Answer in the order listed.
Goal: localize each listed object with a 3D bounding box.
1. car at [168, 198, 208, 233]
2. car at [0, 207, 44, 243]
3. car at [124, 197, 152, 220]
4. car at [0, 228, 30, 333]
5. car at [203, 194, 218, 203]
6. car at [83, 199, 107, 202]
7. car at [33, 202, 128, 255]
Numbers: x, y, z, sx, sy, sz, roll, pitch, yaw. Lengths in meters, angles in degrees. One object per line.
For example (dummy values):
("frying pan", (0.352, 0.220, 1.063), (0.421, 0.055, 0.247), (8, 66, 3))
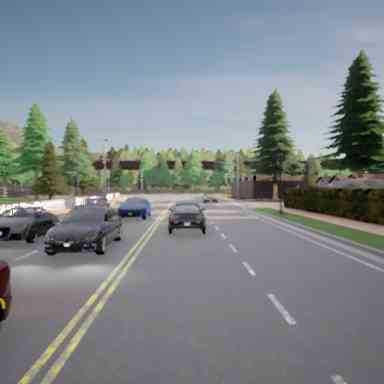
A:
("car", (-0.260, 1.260, 17.446), (1.812, 1.442, 4.674), (0, 1, -1))
("car", (-7.402, 1.368, 14.695), (1.994, 1.385, 4.181), (0, 1, -1))
("car", (-4.078, 1.124, 24.215), (1.882, 1.535, 5.008), (0, 1, -1))
("car", (-3.641, 1.444, 3.038), (1.882, 1.535, 5.008), (0, 1, -1))
("car", (2.517, 0.874, 47.193), (1.895, 1.301, 4.718), (0, 1, -1))
("car", (-7.576, 1.237, 25.742), (2.033, 1.411, 5.357), (0, 1, -1))
("car", (-3.856, 1.328, 12.537), (1.837, 1.490, 4.892), (0, 1, -1))
